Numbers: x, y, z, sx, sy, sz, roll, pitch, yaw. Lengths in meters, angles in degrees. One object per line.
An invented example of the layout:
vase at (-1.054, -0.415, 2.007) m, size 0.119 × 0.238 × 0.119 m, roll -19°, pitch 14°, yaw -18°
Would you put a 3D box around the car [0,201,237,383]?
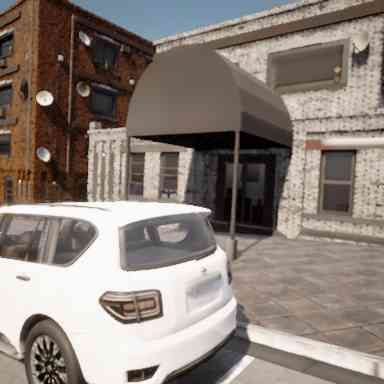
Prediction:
car at (-2.034, 1.172, 4.979) m, size 5.566 × 2.045 × 2.435 m, roll 0°, pitch 0°, yaw 35°
